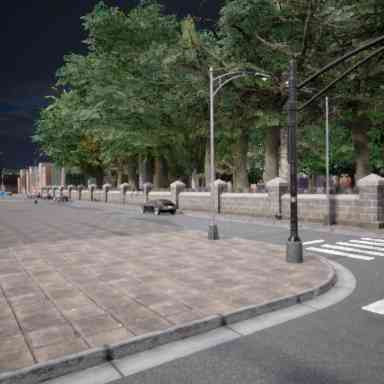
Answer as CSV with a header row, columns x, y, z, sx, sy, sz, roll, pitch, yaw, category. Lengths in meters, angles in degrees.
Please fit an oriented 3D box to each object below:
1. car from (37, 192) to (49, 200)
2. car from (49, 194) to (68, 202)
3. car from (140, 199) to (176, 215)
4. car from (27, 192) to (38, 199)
x,y,z,sx,sy,sz,roll,pitch,yaw,category
-29.278,0.947,67.018,1.802,1.307,4.206,-1,1,-35,car
-22.724,0.993,57.719,2.008,1.369,4.403,-1,1,-35,car
-3.061,1.293,29.822,1.947,1.339,4.313,0,1,-35,car
-35.834,0.737,76.317,1.967,1.590,4.097,-1,1,-35,car
